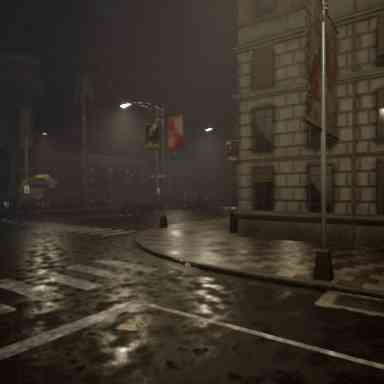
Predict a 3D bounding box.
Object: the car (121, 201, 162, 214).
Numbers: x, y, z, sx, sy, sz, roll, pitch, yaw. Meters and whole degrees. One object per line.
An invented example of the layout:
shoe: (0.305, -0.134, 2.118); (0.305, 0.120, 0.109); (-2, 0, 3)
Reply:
car: (-5.304, 1.591, 35.379); (1.895, 1.301, 4.718); (0, 0, 36)

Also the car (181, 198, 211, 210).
car: (0.603, 1.482, 43.322); (2.128, 1.511, 4.902); (0, 0, 37)

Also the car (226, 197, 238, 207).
car: (7.182, 1.516, 51.108); (4.674, 1.442, 1.812); (0, 0, -45)
